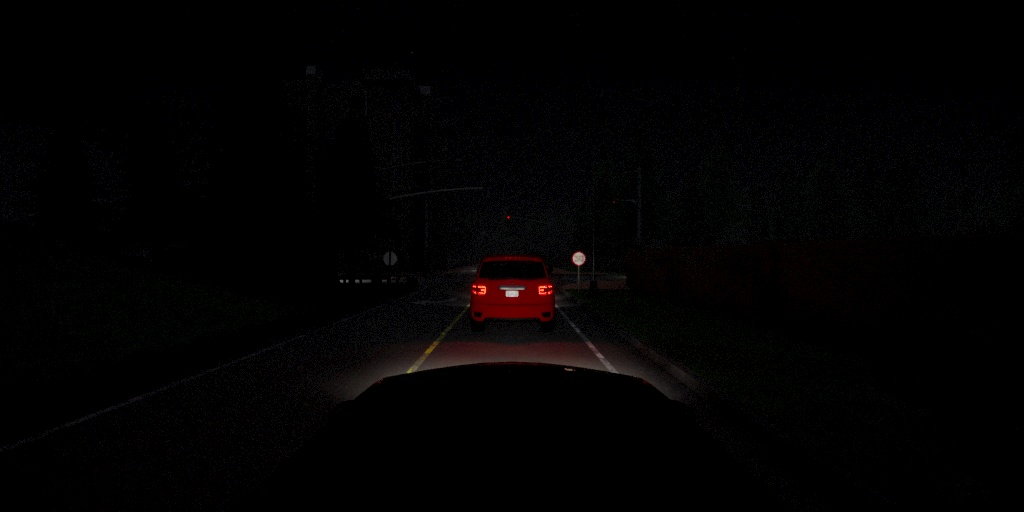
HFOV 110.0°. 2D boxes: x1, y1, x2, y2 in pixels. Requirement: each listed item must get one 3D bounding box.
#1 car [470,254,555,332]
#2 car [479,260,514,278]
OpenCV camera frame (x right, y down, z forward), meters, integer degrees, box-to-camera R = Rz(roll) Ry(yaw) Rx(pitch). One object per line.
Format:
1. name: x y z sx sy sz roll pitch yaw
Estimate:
1. car: 0.053 0.971 11.005 2.150 2.045 5.566 0 0 1
2. car: -1.631 1.225 34.983 1.882 1.535 5.008 -1 0 -21
